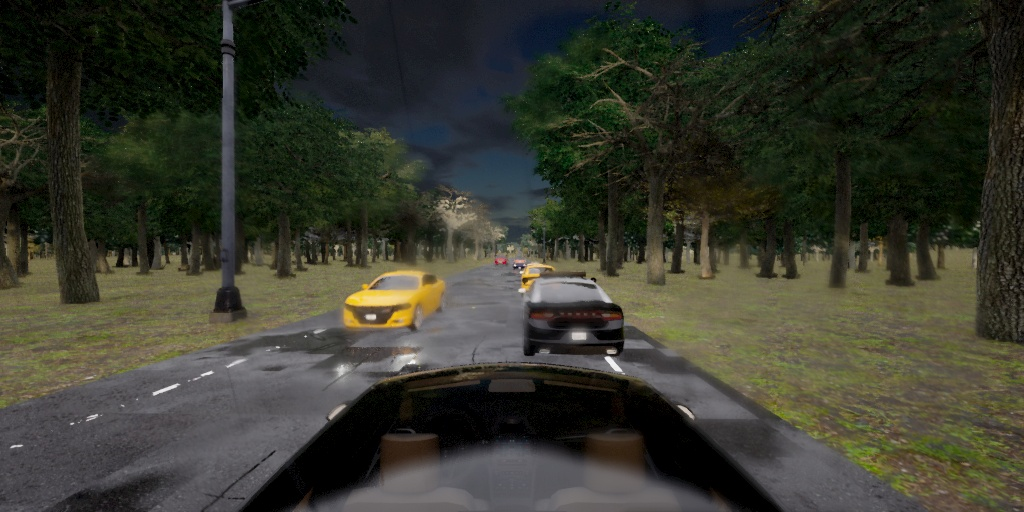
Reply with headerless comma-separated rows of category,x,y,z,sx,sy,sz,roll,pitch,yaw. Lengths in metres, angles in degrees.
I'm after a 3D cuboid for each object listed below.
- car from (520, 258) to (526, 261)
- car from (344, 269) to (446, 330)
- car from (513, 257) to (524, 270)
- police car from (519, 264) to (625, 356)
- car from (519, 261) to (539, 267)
car,1.570,1.172,24.806,1.801,1.575,5.366,0,0,1
car,-3.386,1.220,11.256,1.882,1.535,5.008,0,0,1
car,1.088,1.229,48.591,1.895,1.301,4.718,0,0,2
police car,1.208,1.170,8.728,1.930,1.638,5.238,0,0,1
car,1.431,1.208,18.618,1.882,1.535,5.008,0,0,1
